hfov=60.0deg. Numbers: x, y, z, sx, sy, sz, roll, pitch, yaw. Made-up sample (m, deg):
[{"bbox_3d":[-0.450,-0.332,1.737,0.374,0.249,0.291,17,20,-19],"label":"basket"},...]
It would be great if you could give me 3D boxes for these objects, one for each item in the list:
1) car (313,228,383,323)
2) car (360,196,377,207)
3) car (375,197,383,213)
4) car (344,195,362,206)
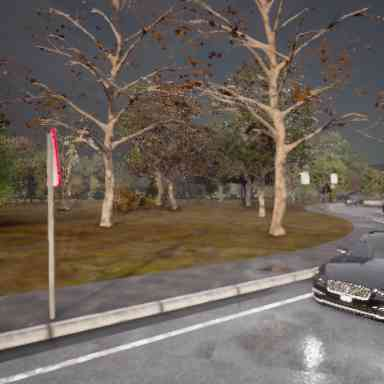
[{"bbox_3d":[4.535,1.573,7.139,4.892,1.490,1.837,0,0,-38],"label":"car"},{"bbox_3d":[24.257,1.378,44.491,1.895,1.301,4.718,0,1,37],"label":"car"},{"bbox_3d":[18.358,1.468,27.977,2.128,1.511,4.902,-1,1,-12],"label":"car"},{"bbox_3d":[24.185,1.232,49.157,4.902,1.511,2.128,-1,0,-43],"label":"car"}]
